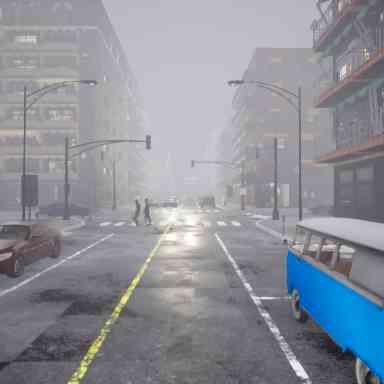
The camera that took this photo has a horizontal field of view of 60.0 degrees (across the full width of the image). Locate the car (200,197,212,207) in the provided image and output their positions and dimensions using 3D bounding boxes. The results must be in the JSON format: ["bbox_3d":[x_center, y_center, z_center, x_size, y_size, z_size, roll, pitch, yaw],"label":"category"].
[{"bbox_3d":[2.265,1.570,54.039,1.752,1.417,4.829,1,0,0],"label":"car"}]

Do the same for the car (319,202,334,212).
[{"bbox_3d":[13.581,1.452,28.094,4.403,1.369,2.008,0,-1,0],"label":"car"}]

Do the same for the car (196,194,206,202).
[{"bbox_3d":[2.103,1.444,81.668,2.192,1.841,5.009,1,0,0],"label":"car"}]

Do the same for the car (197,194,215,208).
[{"bbox_3d":[2.303,1.353,48.310,2.192,1.841,5.009,1,0,0],"label":"car"}]

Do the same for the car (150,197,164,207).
[{"bbox_3d":[-5.614,1.610,53.778,1.947,1.339,4.313,1,0,0],"label":"car"}]

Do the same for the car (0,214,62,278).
[{"bbox_3d":[-5.358,1.588,10.138,1.802,1.307,4.206,1,0,0],"label":"car"}]

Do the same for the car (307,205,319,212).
[{"bbox_3d":[14.160,1.617,33.510,4.718,1.301,1.895,0,-1,-3],"label":"car"}]

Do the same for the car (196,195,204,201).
[{"bbox_3d":[2.068,1.601,87.231,1.967,1.590,4.097,1,0,0],"label":"car"}]

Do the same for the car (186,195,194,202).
[{"bbox_3d":[-0.457,1.658,78.294,1.994,1.385,4.181,0,0,0],"label":"car"}]

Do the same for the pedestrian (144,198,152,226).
[{"bbox_3d":[-2.948,1.309,21.900,0.375,1.860,0.375,1,-1,0],"label":"pedestrian"}]

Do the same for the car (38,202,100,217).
[{"bbox_3d":[-11.174,1.566,30.200,5.357,1.411,2.033,0,-1,5],"label":"car"}]

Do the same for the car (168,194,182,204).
[{"bbox_3d":[-3.168,1.577,58.354,1.812,1.442,4.674,0,0,0],"label":"car"}]

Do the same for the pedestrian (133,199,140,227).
[{"bbox_3d":[-3.475,1.309,21.185,0.375,1.860,0.375,1,-1,0],"label":"pedestrian"}]

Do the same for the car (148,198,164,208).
[{"bbox_3d":[-5.581,1.604,48.217,1.947,1.339,4.313,1,0,0],"label":"car"}]

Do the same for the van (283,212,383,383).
[{"bbox_3d":[2.527,1.343,4.598,1.690,1.788,3.998,1,0,0],"label":"van"}]

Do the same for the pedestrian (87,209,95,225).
[{"bbox_3d":[-6.856,1.691,22.469,0.500,1.100,0.500,1,-1,0],"label":"pedestrian"}]

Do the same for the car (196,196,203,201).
[{"bbox_3d":[2.033,1.776,92.791,1.802,1.307,4.206,1,0,0],"label":"car"}]

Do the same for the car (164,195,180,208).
[{"bbox_3d":[-3.126,1.602,48.464,1.994,1.385,4.181,0,0,-1],"label":"car"}]

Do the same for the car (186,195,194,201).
[{"bbox_3d":[-0.516,1.538,88.303,2.033,1.411,5.357,0,0,0],"label":"car"}]

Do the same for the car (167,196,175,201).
[{"bbox_3d":[-5.844,1.718,92.541,1.752,1.417,4.829,1,0,0],"label":"car"}]

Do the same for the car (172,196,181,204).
[{"bbox_3d":[-3.159,1.602,68.556,1.812,1.442,4.674,0,0,0],"label":"car"}]
